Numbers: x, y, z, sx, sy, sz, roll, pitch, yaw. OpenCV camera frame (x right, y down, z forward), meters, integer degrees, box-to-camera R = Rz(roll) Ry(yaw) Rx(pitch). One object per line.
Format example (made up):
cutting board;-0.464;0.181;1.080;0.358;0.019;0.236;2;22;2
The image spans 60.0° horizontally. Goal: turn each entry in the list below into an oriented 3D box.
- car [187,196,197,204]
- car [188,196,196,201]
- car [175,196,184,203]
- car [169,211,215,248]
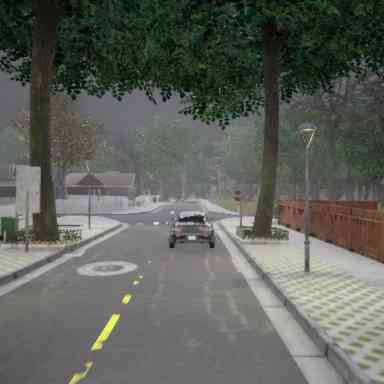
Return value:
car;-0.001;1.764;69.248;1.895;1.301;4.718;0;0;0
car;0.003;1.611;85.062;1.994;1.385;4.181;0;0;0
car;-2.750;1.696;75.699;1.812;1.442;4.674;0;0;0
car;0.000;1.541;14.658;1.812;1.442;4.674;0;0;0
